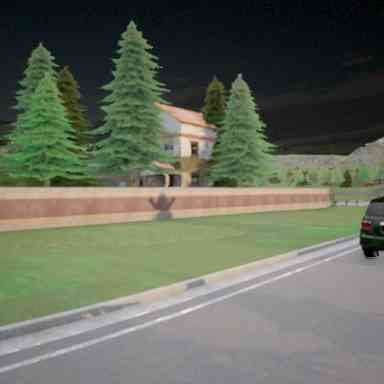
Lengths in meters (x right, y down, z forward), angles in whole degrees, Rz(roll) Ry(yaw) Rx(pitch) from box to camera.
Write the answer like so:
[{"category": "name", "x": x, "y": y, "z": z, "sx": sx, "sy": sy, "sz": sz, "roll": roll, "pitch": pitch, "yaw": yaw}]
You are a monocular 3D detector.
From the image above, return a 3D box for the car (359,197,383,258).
[{"category": "car", "x": 7.669, "y": 1.159, "z": 11.502, "sx": 2.150, "sy": 2.045, "sz": 5.566, "roll": 0, "pitch": 0, "yaw": 44}]
